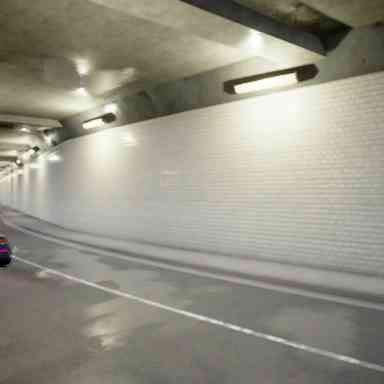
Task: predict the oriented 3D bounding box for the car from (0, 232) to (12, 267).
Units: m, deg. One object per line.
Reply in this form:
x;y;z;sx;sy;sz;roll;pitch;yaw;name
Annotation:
-7.286;1.574;10.617;4.674;1.442;1.812;0;0;44;car
